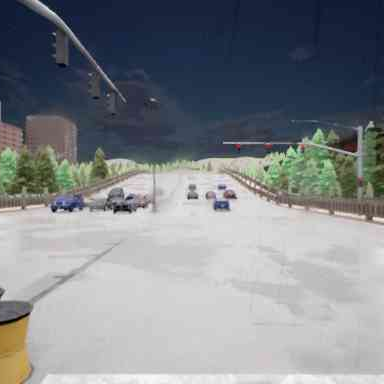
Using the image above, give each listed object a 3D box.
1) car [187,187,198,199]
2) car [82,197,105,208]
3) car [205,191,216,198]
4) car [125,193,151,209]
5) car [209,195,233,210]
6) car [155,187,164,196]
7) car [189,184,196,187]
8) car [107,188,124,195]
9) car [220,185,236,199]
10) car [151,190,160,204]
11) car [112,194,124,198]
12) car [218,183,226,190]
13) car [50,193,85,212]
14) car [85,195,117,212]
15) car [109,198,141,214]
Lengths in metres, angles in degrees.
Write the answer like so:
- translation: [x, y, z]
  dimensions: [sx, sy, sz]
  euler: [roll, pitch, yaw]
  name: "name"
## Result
- translation: [0.123, 0.458, 63.751]
  dimensions: [1.994, 1.385, 4.181]
  euler: [0, 5, 0]
  name: "car"
- translation: [-14.107, 1.475, 47.801]
  dimensions: [1.895, 1.301, 4.718]
  euler: [0, 2, 0]
  name: "car"
- translation: [3.625, 0.415, 64.190]
  dimensions: [1.994, 1.385, 4.181]
  euler: [0, 6, 0]
  name: "car"
- translation: [-7.113, 1.293, 44.566]
  dimensions: [2.097, 1.767, 4.553]
  euler: [0, 1, 0]
  name: "car"
- translation: [3.571, 1.439, 41.551]
  dimensions: [1.882, 1.535, 5.008]
  euler: [0, 0, 0]
  name: "car"
- translation: [-6.956, -0.156, 68.862]
  dimensions: [2.128, 1.511, 4.902]
  euler: [0, 7, 0]
  name: "car"
- translation: [0.091, -1.279, 78.177]
  dimensions: [2.033, 1.411, 5.357]
  euler: [0, 7, 0]
  name: "car"
- translation: [-14.036, 0.319, 61.526]
  dimensions: [2.150, 2.045, 5.566]
  euler: [0, 5, 1]
  name: "car"
- translation: [7.119, 0.304, 63.082]
  dimensions: [2.097, 1.767, 4.553]
  euler: [0, 5, 0]
  name: "car"
- translation: [-7.101, 1.061, 54.939]
  dimensions: [2.128, 1.511, 4.902]
  euler: [0, 3, 0]
  name: "car"
- translation: [-10.614, 1.432, 48.000]
  dimensions: [1.994, 1.385, 4.181]
  euler: [0, 2, -1]
  name: "car"
- translation: [7.091, -1.340, 78.135]
  dimensions: [1.882, 1.535, 5.008]
  euler: [0, 7, 0]
  name: "car"
- translation: [-14.117, 1.191, 38.047]
  dimensions: [2.150, 2.045, 5.566]
  euler: [0, 0, 0]
  name: "car"
- translation: [-10.607, 1.470, 39.106]
  dimensions: [1.837, 1.490, 4.892]
  euler: [0, 0, 0]
  name: "car"
- translation: [-7.116, 1.572, 35.757]
  dimensions: [1.895, 1.301, 4.718]
  euler: [0, 0, 0]
  name: "car"
